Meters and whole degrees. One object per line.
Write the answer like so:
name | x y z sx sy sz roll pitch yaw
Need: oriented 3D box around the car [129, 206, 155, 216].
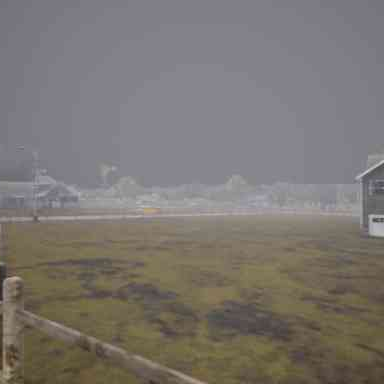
car | -8.249 3.108 55.098 1.882 1.535 5.008 0 -3 36
